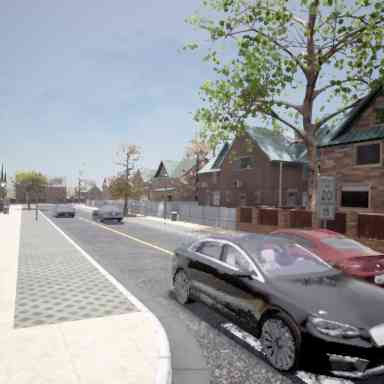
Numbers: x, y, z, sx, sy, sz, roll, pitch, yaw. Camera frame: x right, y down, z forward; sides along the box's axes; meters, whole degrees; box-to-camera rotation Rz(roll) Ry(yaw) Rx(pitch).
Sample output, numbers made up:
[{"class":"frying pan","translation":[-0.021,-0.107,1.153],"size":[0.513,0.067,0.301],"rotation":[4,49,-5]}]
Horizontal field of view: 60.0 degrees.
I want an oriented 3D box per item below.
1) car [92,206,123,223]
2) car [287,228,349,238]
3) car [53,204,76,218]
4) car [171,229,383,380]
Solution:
[{"class":"car","translation":[-7.643,1.939,29.867],"size":[2.033,1.411,5.357],"rotation":[2,-1,-27]},{"class":"car","translation":[2.936,1.699,9.101],"size":[1.812,1.442,4.674],"rotation":[2,-1,-27]},{"class":"car","translation":[-13.337,1.923,34.601],"size":[2.033,1.411,5.357],"rotation":[2,-1,-27]},{"class":"car","translation":[1.230,1.561,5.960],"size":[2.128,1.511,4.902],"rotation":[2,-1,-27]}]
